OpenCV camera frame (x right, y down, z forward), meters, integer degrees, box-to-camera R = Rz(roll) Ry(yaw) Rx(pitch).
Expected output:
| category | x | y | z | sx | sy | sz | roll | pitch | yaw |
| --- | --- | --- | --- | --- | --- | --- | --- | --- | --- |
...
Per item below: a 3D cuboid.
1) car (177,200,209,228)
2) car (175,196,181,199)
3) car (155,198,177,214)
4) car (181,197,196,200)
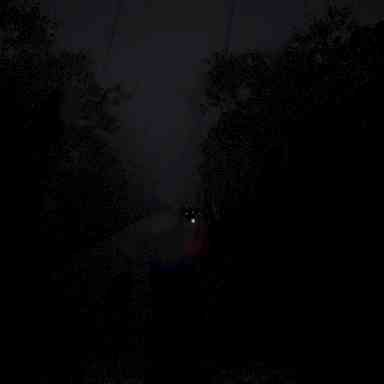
| category | x | y | z | sx | sy | sz | roll | pitch | yaw |
| --- | --- | --- | --- | --- | --- | --- | --- | --- | --- |
| car | 0.066 | 1.481 | 22.196 | 1.837 | 1.490 | 4.892 | 0 | 0 | 0 |
| car | -3.165 | 1.976 | 77.018 | 2.150 | 2.045 | 5.566 | 0 | -2 | -1 |
| car | -2.938 | 1.617 | 36.366 | 1.812 | 1.442 | 4.674 | 0 | -1 | 0 |
| car | -0.016 | 1.637 | 40.614 | 2.128 | 1.511 | 4.902 | 0 | -1 | 0 |
